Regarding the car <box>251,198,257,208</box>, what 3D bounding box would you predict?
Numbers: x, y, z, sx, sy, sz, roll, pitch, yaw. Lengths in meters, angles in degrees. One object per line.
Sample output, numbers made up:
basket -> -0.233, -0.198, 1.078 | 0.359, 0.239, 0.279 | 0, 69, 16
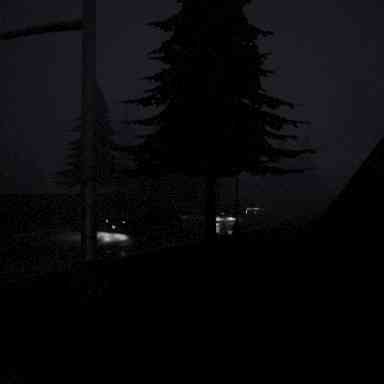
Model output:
car -> 8.431, 1.545, 48.789 | 2.033, 1.411, 5.357 | 0, 0, 5

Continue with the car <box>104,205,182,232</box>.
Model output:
car -> -2.804, 1.545, 20.506 | 2.033, 1.411, 5.357 | 0, 0, 35

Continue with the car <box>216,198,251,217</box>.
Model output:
car -> 3.796, 1.546, 32.044 | 2.033, 1.411, 5.357 | 0, 0, 24
